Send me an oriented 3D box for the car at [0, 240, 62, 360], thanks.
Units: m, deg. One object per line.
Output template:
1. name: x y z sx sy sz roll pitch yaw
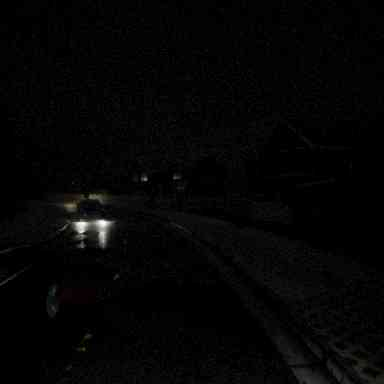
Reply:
1. car: -3.188 1.477 4.314 2.128 1.511 4.902 0 0 -5

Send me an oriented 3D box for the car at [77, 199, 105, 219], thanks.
1. car: -8.465 1.336 27.666 1.882 1.535 5.008 0 0 -22
